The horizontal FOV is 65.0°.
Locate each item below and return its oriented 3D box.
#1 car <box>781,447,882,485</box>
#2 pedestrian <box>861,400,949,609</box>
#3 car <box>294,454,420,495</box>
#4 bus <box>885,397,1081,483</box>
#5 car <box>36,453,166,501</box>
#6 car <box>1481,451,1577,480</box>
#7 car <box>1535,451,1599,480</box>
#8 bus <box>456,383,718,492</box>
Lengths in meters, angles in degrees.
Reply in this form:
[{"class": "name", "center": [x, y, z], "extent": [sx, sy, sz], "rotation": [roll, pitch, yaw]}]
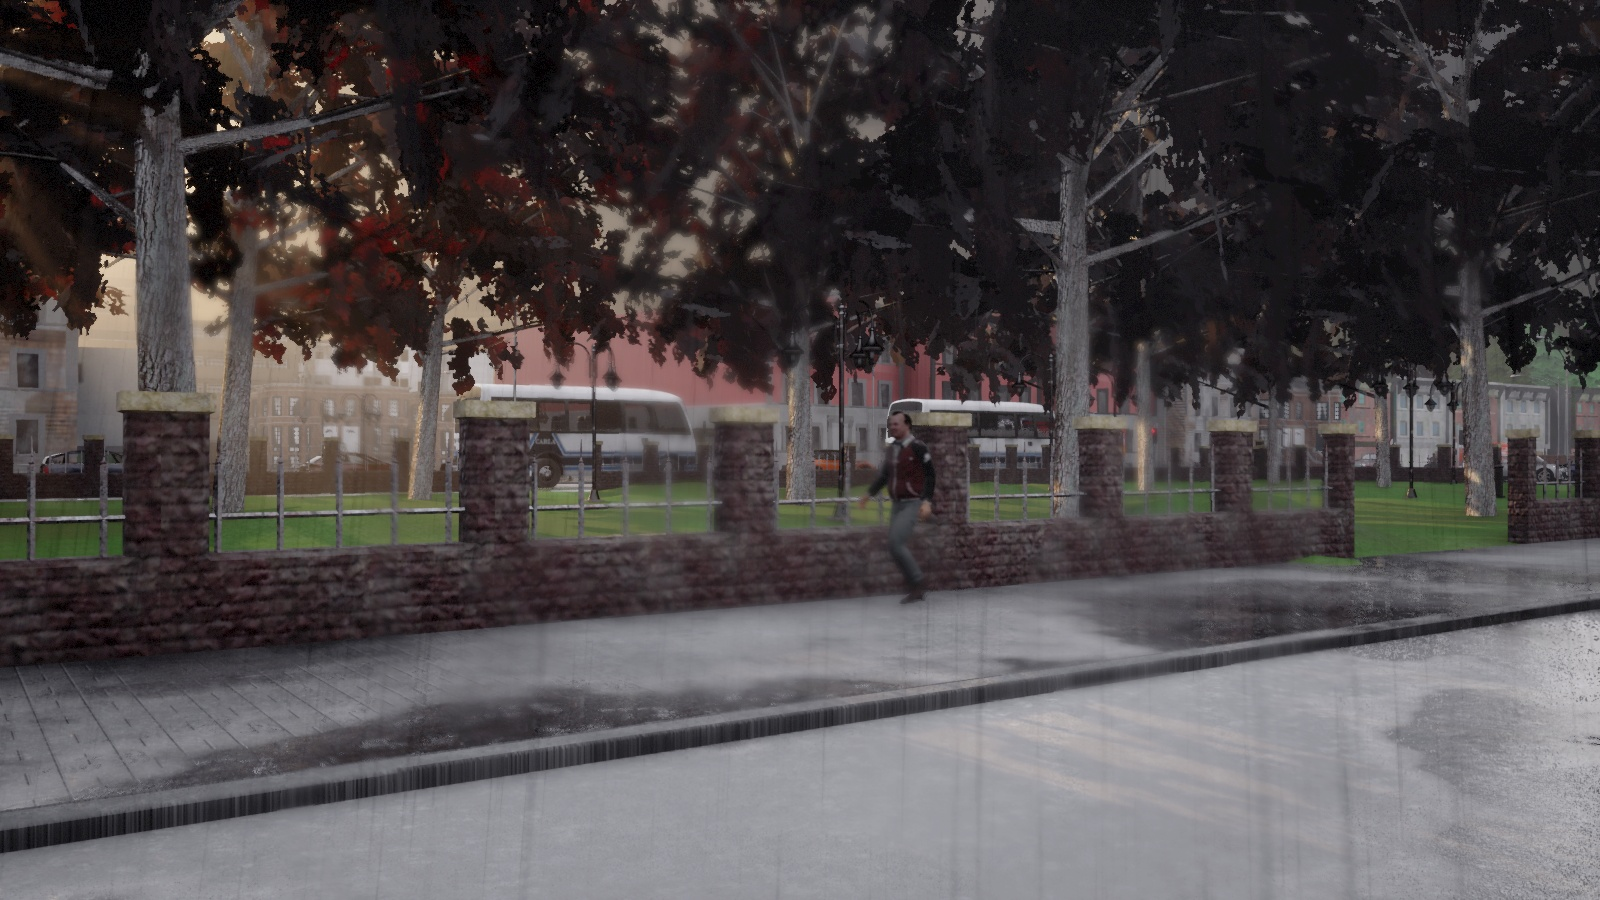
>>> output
[{"class": "car", "center": [1.542, 0.748, 60.656], "extent": [4.553, 1.767, 2.097], "rotation": [0, 0, -35]}, {"class": "pedestrian", "center": [0.961, 0.481, 11.487], "extent": [0.720, 1.854, 0.376], "rotation": [0, 0, -35]}, {"class": "car", "center": [-16.821, 0.911, 47.789], "extent": [4.193, 1.474, 1.816], "rotation": [0, 0, -35]}, {"class": "bus", "center": [9.780, -0.490, 66.470], "extent": [10.273, 4.253, 3.944], "rotation": [0, 0, -34]}, {"class": "car", "center": [-23.848, 0.879, 42.861], "extent": [3.705, 1.549, 1.789], "rotation": [0, 0, -35]}, {"class": "car", "center": [37.564, 0.789, 64.729], "extent": [1.970, 1.475, 3.806], "rotation": [0, 0, -37]}, {"class": "car", "center": [41.646, 0.818, 65.962], "extent": [2.163, 1.488, 4.792], "rotation": [0, 0, -35]}, {"class": "bus", "center": [-8.897, -0.482, 53.337], "extent": [10.273, 4.253, 3.944], "rotation": [0, 0, -35]}]
